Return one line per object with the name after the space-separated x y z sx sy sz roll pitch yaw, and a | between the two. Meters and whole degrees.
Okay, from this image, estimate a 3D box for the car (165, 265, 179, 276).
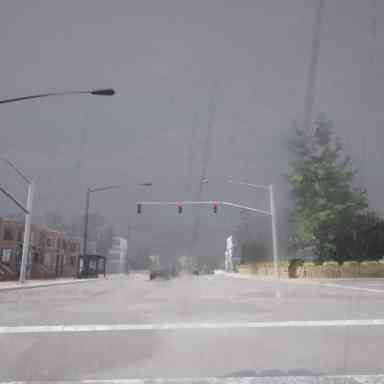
-3.300 13.134 55.509 2.097 1.767 4.553 -1 -13 0 | car

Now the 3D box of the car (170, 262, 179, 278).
-3.362 10.786 46.091 2.150 2.045 5.566 -1 -13 0 | car

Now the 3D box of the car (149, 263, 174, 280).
-3.420 8.774 36.101 2.033 1.411 5.357 -1 -13 0 | car

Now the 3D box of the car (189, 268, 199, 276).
0.394 14.645 61.314 2.033 1.411 5.357 -1 -13 0 | car
